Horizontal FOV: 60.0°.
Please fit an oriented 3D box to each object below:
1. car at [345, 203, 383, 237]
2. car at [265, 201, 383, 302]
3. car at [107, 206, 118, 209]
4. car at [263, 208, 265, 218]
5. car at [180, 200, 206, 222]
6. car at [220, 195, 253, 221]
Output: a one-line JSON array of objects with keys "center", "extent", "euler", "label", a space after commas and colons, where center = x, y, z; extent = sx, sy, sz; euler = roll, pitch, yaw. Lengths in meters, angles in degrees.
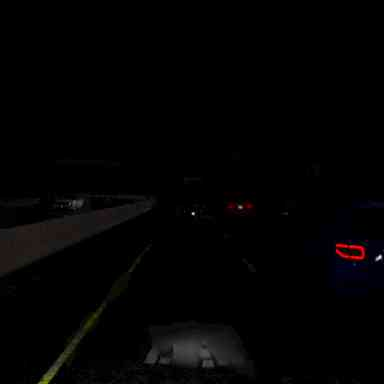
[{"center": [10.600, 1.480, 18.509], "extent": [1.882, 1.535, 5.008], "euler": [0, 0, 0], "label": "car"}, {"center": [3.600, 1.222, 8.373], "extent": [2.150, 2.045, 5.566], "euler": [0, 0, 0], "label": "car"}, {"center": [-10.746, 1.481, 43.056], "extent": [1.882, 1.535, 5.008], "euler": [0, 0, -2], "label": "car"}, {"center": [7.098, 1.529, 27.176], "extent": [1.812, 1.442, 4.674], "euler": [0, 0, 0], "label": "car"}, {"center": [0.098, 1.566, 26.458], "extent": [1.994, 1.385, 4.181], "euler": [0, 0, 0], "label": "car"}, {"center": [3.595, 1.224, 27.459], "extent": [2.150, 2.045, 5.566], "euler": [0, 0, 0], "label": "car"}]
